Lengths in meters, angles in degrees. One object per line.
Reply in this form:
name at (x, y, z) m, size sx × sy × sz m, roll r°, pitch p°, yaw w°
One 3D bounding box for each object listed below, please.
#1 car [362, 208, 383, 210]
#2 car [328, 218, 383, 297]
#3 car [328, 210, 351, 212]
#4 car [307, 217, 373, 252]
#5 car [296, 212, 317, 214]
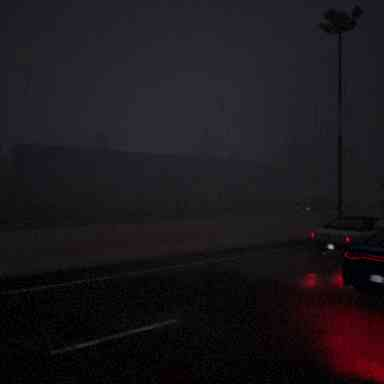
car at (17.021, 1.485, 29.025) m, size 4.902 × 1.511 × 2.128 m, roll 0°, pitch 0°, yaw -35°
car at (5.491, 1.476, 7.675) m, size 5.008 × 1.535 × 1.882 m, roll 0°, pitch 0°, yaw -35°
car at (14.622, 1.558, 31.611) m, size 4.181 × 1.385 × 1.994 m, roll 0°, pitch 0°, yaw -35°
car at (6.597, 1.598, 12.755) m, size 4.718 × 1.301 × 1.895 m, roll 0°, pitch 0°, yaw -35°
car at (12.837, 1.215, 34.638) m, size 5.566 × 2.045 × 2.150 m, roll 0°, pitch 0°, yaw -35°
